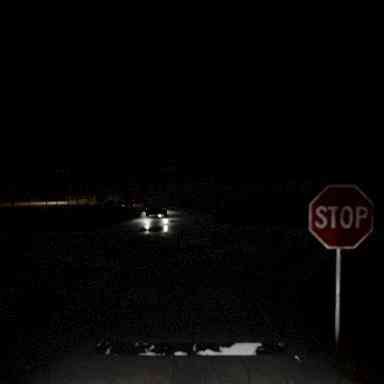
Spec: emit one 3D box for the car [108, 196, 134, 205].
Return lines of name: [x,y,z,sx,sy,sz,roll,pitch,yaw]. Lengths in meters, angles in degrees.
car: [-12.120,1.489,56.690,1.812,1.442,4.674,-1,0,-33]

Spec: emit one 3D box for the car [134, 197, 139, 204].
car: [-11.076,1.530,60.322,1.895,1.301,4.718,-1,0,-37]

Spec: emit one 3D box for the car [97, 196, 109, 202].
car: [-17.719,1.467,67.822,4.181,1.385,1.994,-1,1,42]

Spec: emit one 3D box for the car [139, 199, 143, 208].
car: [-5.041,1.513,41.361,1.895,1.301,4.718,0,0,-17]

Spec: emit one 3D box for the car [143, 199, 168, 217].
car: [-3.260,1.410,30.708,1.882,1.535,5.008,0,0,-5]
